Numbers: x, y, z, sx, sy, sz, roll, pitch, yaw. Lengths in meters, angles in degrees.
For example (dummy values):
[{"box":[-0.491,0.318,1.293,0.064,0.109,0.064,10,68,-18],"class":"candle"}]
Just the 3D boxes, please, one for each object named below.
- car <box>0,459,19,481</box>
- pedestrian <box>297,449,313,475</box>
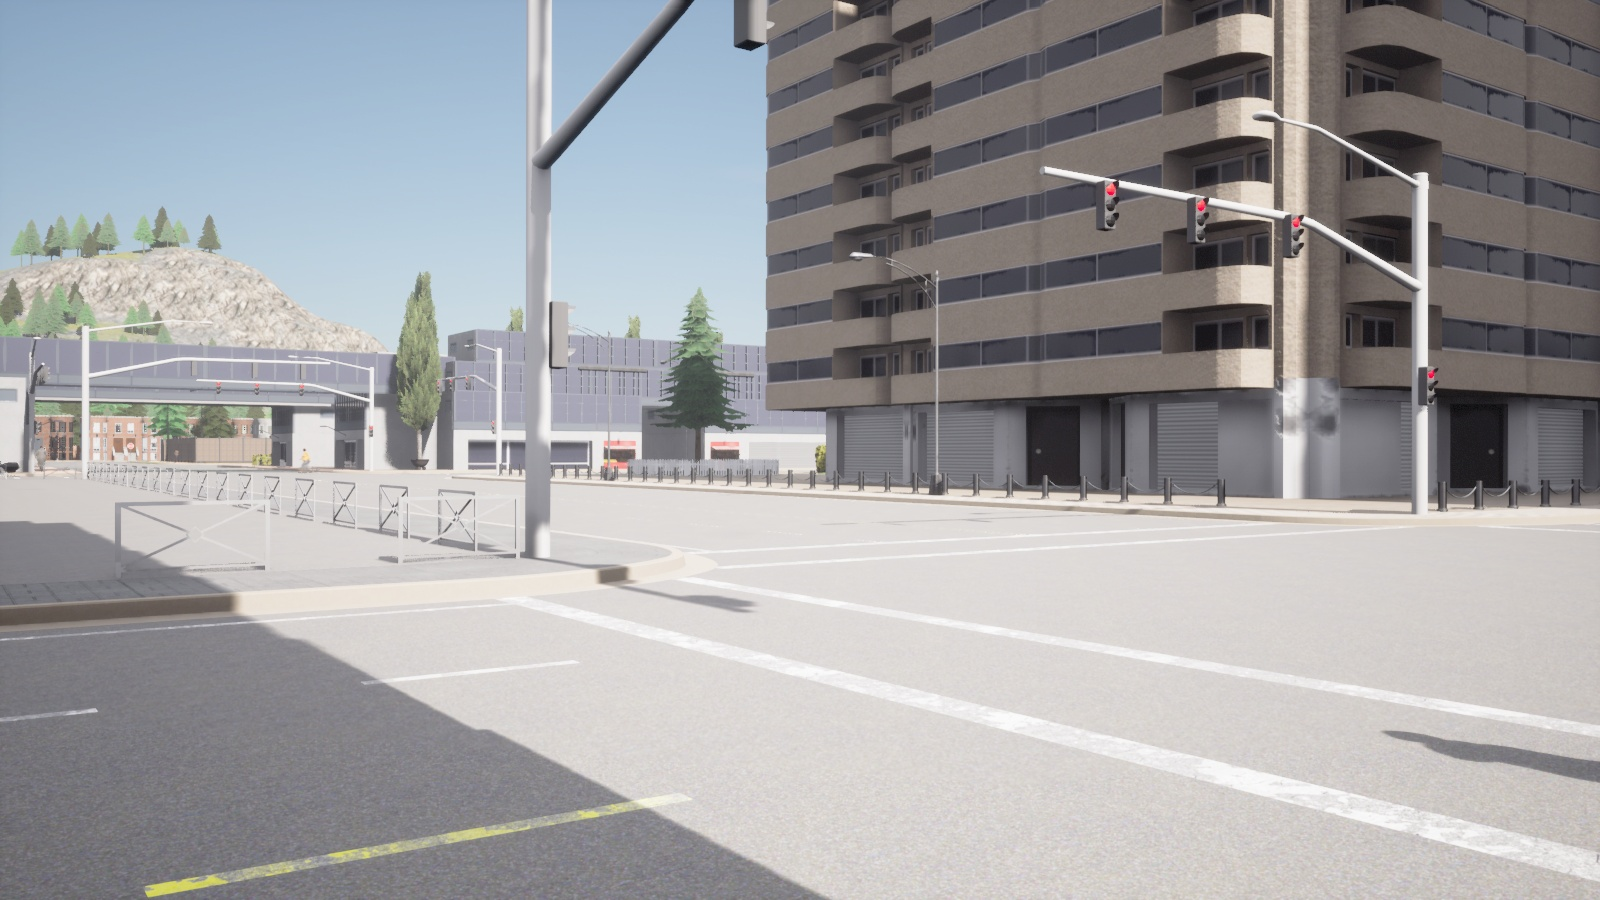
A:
[{"box":[-49.020,1.186,74.279,4.718,1.301,1.895,0,0,-34],"class":"car"},{"box":[-35.387,0.879,89.787,0.900,1.855,0.874,0,0,-35],"class":"pedestrian"}]
